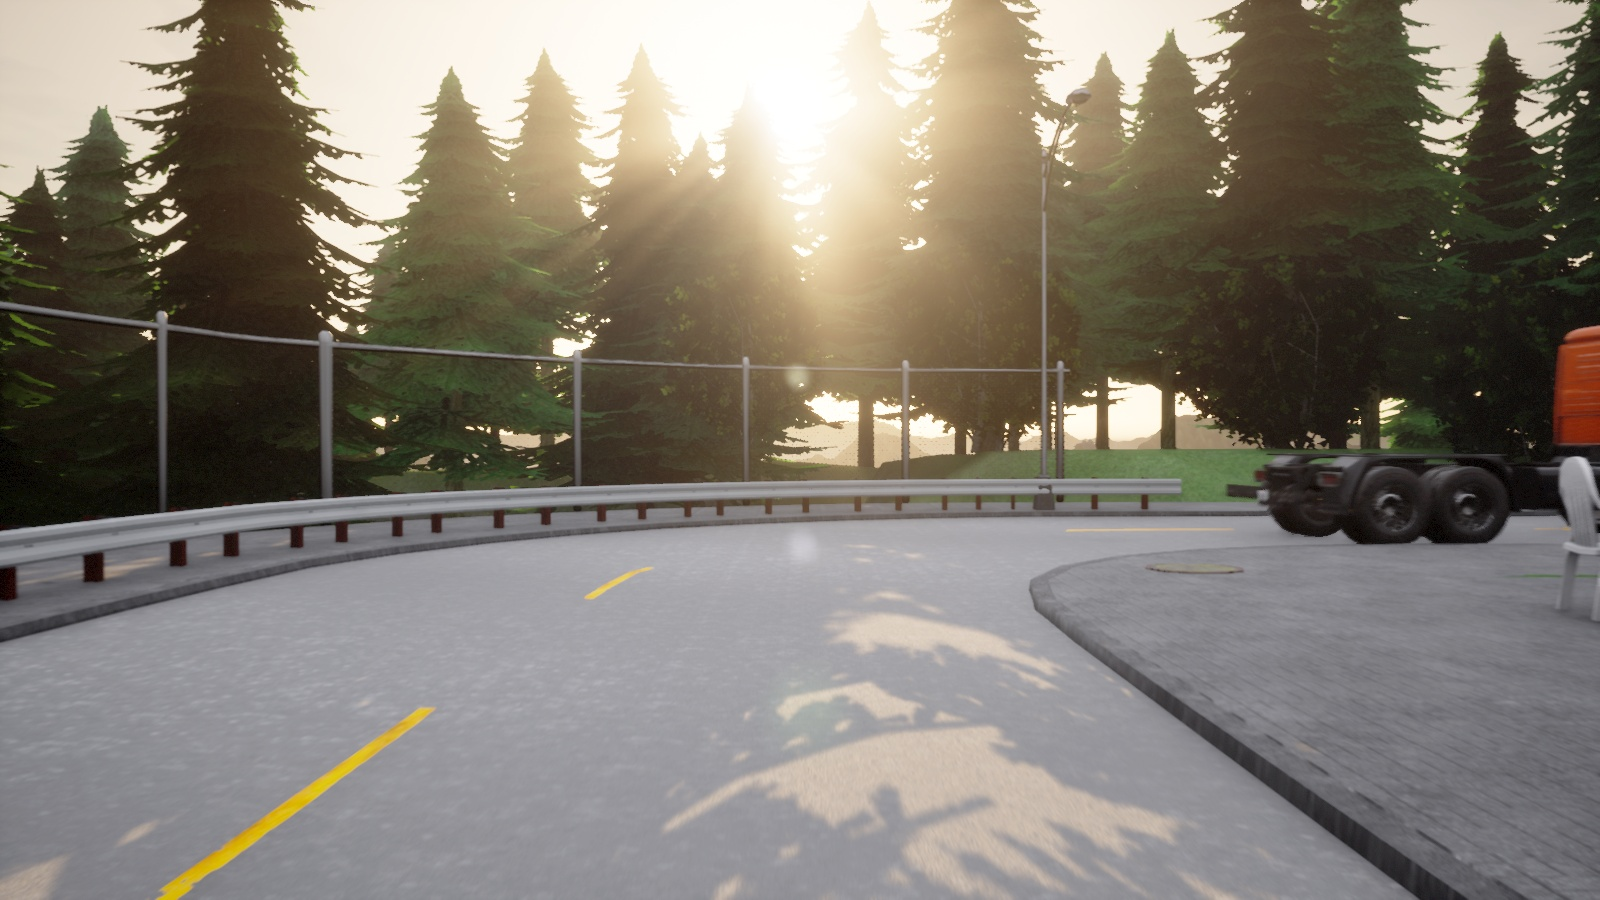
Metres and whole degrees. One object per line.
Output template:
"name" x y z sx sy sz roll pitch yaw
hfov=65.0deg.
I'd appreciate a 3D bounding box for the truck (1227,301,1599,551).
"truck" 10.985 -0.335 19.204 7.936 3.462 2.891 0 0 -5
